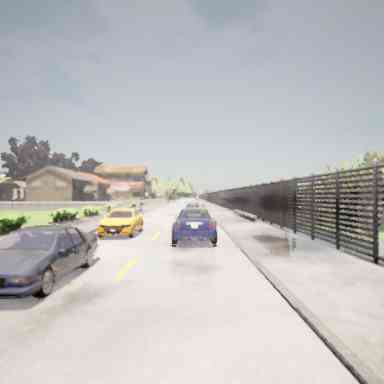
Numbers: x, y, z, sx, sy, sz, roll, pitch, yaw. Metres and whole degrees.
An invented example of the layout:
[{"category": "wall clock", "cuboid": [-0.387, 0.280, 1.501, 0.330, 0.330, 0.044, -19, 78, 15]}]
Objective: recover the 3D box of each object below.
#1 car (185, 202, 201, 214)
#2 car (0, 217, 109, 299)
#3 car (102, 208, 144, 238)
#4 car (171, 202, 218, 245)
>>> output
[{"category": "car", "cuboid": [0.107, 2.051, 44.197, 1.994, 1.385, 4.181, 0, -1, 0]}, {"category": "car", "cuboid": [-4.066, 1.648, 9.042, 2.033, 1.411, 5.357, 0, -1, 0]}, {"category": "car", "cuboid": [-3.993, 1.691, 19.309, 1.882, 1.535, 5.008, 0, -1, 0]}, {"category": "car", "cuboid": [0.108, 1.537, 16.690, 2.097, 1.767, 4.553, 0, -1, 0]}]
